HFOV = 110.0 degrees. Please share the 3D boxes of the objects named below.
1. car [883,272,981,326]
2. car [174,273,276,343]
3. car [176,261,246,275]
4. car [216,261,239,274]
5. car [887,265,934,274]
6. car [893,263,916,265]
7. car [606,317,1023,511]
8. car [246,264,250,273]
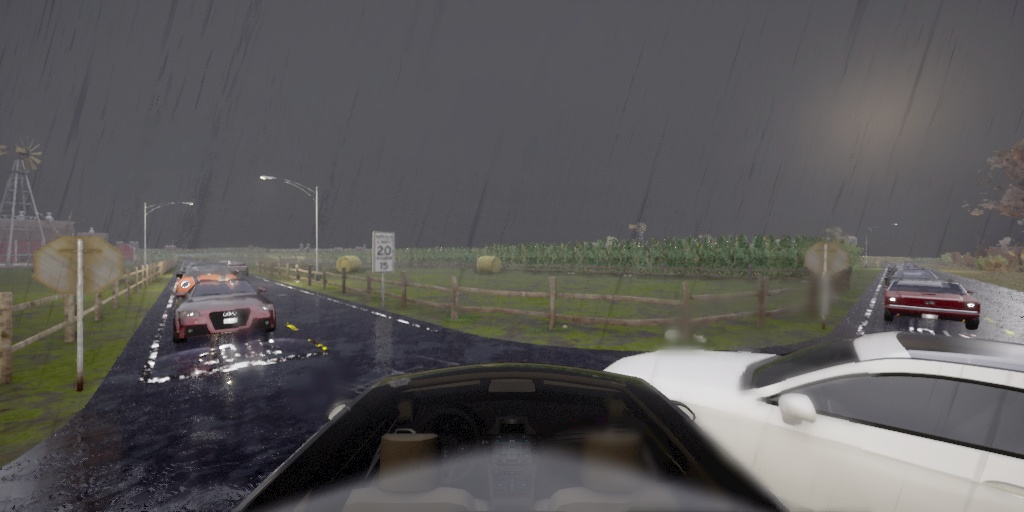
[{"bbox_3d":[13.411,1.397,11.652,4.718,1.301,1.895,0,1,-44],"label":"car"},{"bbox_3d":[-8.032,1.356,9.972,1.994,1.385,4.181,0,0,-43],"label":"car"},{"bbox_3d":[-13.869,1.143,16.400,2.097,1.767,4.553,0,0,-42],"label":"car"},{"bbox_3d":[-34.110,1.312,42.895,1.837,1.490,4.892,0,0,-42],"label":"car"},{"bbox_3d":[20.426,1.361,18.283,5.357,1.411,2.033,0,1,-43],"label":"car"},{"bbox_3d":[27.120,1.399,24.602,4.181,1.385,1.994,0,1,-43],"label":"car"},{"bbox_3d":[2.819,1.293,2.489,1.812,1.442,4.674,0,1,-44],"label":"car"},{"bbox_3d":[-27.318,1.289,35.502,2.128,1.511,4.902,0,0,-42],"label":"car"}]
